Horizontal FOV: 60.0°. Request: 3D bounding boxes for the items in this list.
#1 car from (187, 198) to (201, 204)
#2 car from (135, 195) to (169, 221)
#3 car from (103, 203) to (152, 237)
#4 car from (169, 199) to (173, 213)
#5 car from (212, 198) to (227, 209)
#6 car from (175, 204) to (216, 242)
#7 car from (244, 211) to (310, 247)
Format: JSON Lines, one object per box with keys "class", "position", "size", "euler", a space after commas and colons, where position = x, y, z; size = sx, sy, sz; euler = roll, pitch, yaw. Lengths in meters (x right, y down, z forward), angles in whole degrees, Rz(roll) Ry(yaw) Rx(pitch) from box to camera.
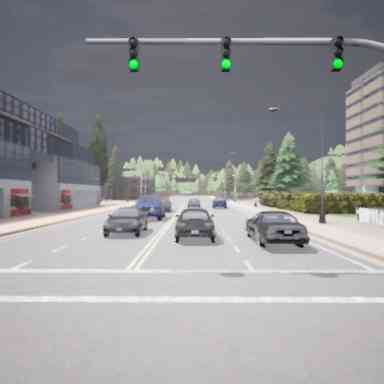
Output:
{"class": "car", "position": [0.310, 1.594, 46.123], "size": [2.033, 1.411, 5.357], "euler": [0, 0, 1]}
{"class": "car", "position": [-3.429, 1.250, 27.753], "size": [2.150, 2.045, 5.566], "euler": [0, 0, 1]}
{"class": "car", "position": [-3.522, 1.544, 18.324], "size": [1.812, 1.442, 4.674], "euler": [0, 0, 0]}
{"class": "car", "position": [-3.266, 1.543, 38.113], "size": [1.837, 1.490, 4.892], "euler": [0, 0, 1]}
{"class": "car", "position": [3.811, 1.524, 46.348], "size": [1.882, 1.535, 5.008], "euler": [0, 0, 1]}
{"class": "car", "position": [0.145, 1.542, 16.471], "size": [1.812, 1.442, 4.674], "euler": [0, 0, 0]}
{"class": "car", "position": [3.631, 1.562, 15.013], "size": [2.033, 1.411, 5.357], "euler": [0, 0, 0]}
